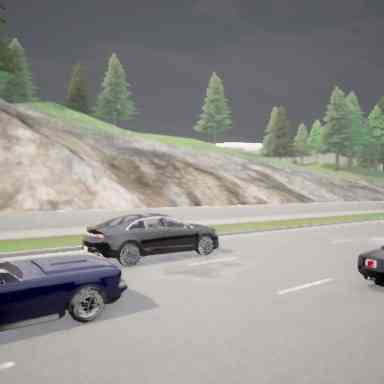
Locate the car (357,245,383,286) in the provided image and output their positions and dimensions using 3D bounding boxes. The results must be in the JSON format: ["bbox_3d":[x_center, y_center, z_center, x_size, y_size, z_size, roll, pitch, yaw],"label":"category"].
[{"bbox_3d":[6.121,1.601,8.101,4.718,1.301,1.895,0,0,-35],"label":"car"}]

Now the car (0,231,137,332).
[{"bbox_3d":[-3.528,1.598,5.503,4.718,1.301,1.895,0,0,-36],"label":"car"}]

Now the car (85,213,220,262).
[{"bbox_3d":[-1.236,1.488,11.449,4.902,1.511,2.128,0,0,-36],"label":"car"}]
